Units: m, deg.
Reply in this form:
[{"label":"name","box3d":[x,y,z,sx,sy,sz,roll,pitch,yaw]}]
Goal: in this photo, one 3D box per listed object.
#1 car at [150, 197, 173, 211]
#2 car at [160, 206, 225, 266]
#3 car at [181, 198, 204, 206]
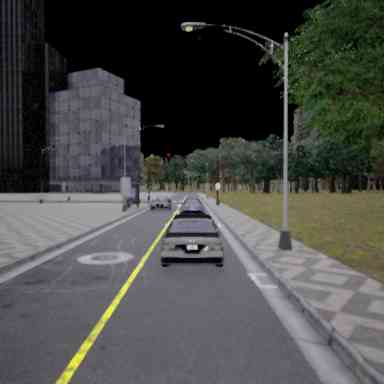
[{"label":"car","box3d":[-3.047,1.154,33.733,1.994,1.385,4.181,0,1,1]},{"label":"car","box3d":[0.027,1.416,10.934,2.033,1.411,5.357,0,1,1]},{"label":"car","box3d":[0.046,1.223,28.248,1.994,1.385,4.181,0,1,1]}]
